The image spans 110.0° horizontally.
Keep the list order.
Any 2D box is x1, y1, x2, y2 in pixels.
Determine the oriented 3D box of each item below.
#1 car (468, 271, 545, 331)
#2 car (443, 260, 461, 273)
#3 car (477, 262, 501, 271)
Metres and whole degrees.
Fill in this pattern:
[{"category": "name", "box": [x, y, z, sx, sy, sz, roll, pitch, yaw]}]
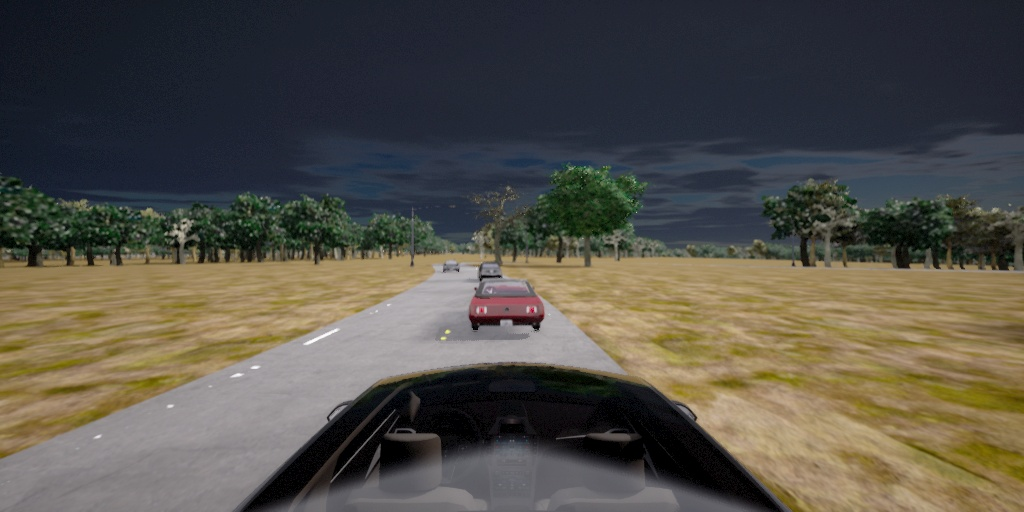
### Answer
[{"category": "car", "box": [-0.223, 1.323, 10.861, 1.895, 1.301, 4.718, 0, 0, -2]}, {"category": "car", "box": [-7.053, 1.186, 41.645, 1.812, 1.442, 4.674, 0, 0, -11]}, {"category": "car", "box": [-1.876, 1.226, 29.579, 2.033, 1.411, 5.357, 0, 0, -7]}]
